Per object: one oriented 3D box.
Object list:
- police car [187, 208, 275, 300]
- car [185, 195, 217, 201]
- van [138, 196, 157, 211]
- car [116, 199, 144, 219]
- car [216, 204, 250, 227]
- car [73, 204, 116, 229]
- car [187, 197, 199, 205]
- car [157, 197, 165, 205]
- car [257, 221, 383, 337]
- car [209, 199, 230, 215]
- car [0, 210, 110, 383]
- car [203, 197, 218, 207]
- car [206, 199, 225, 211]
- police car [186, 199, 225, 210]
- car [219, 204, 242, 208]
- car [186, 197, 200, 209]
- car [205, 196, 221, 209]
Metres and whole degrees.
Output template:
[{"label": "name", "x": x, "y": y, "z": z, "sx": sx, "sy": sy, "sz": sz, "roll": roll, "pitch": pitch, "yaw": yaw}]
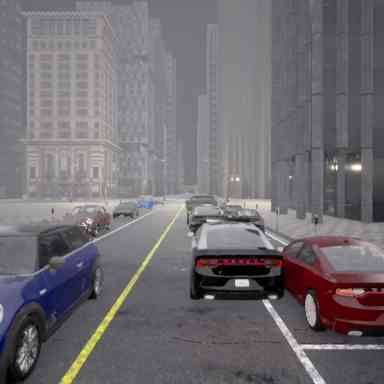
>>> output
[{"label": "police car", "x": 0.903, "y": 1.430, "z": 8.558, "sx": 1.930, "sy": 1.638, "sz": 5.238, "roll": 0, "pitch": 0, "yaw": 0}, {"label": "car", "x": 0.722, "y": 1.227, "z": 24.479, "sx": 2.150, "sy": 2.045, "sz": 5.566, "roll": 0, "pitch": 0, "yaw": 0}, {"label": "van", "x": -5.689, "y": 1.340, "z": 40.568, "sx": 1.690, "sy": 1.788, "sz": 3.998, "roll": 0, "pitch": 0, "yaw": 0}, {"label": "car", "x": -5.710, "y": 1.569, "z": 29.287, "sx": 1.947, "sy": 1.339, "sz": 4.313, "roll": 0, "pitch": 0, "yaw": 0}, {"label": "car", "x": 2.804, "y": 1.570, "z": 23.631, "sx": 1.947, "sy": 1.339, "sz": 4.313, "roll": 0, "pitch": 0, "yaw": 0}, {"label": "car", "x": -5.732, "y": 1.444, "z": 18.004, "sx": 1.967, "sy": 1.590, "sz": 4.097, "roll": 0, "pitch": 0, "yaw": 0}, {"label": "car", "x": 0.109, "y": 1.553, "z": 58.088, "sx": 1.994, "sy": 1.385, "sz": 4.181, "roll": 0, "pitch": 0, "yaw": 0}, {"label": "car", "x": -5.657, "y": 1.540, "z": 57.491, "sx": 2.008, "sy": 1.369, "sz": 4.403, "roll": 0, "pitch": 0, "yaw": 0}, {"label": "car", "x": 2.772, "y": 1.547, "z": 6.709, "sx": 1.887, "sy": 1.381, "sz": 4.507, "roll": 0, "pitch": 0, "yaw": 0}, {"label": "car", "x": 2.826, "y": 1.527, "z": 35.082, "sx": 1.752, "sy": 1.417, "sz": 4.829, "roll": 0, "pitch": 0, "yaw": 0}, {"label": "car", "x": -2.989, "y": 1.354, "z": 5.387, "sx": 2.097, "sy": 1.767, "sz": 4.553, "roll": 0, "pitch": 0, "yaw": 0}, {"label": "car", "x": 2.858, "y": 1.544, "z": 51.835, "sx": 2.008, "sy": 1.369, "sz": 4.403, "roll": 0, "pitch": 0, "yaw": 0}, {"label": "car", "x": 2.837, "y": 1.550, "z": 40.553, "sx": 2.008, "sy": 1.369, "sz": 4.403, "roll": 0, "pitch": 0, "yaw": 0}, {"label": "police car", "x": 0.807, "y": 1.430, "z": 18.530, "sx": 1.930, "sy": 1.638, "sz": 5.238, "roll": 0, "pitch": 0, "yaw": -2}, {"label": "car", "x": 2.794, "y": 1.555, "z": 17.990, "sx": 2.008, "sy": 1.369, "sz": 4.403, "roll": 0, "pitch": 0, "yaw": 0}, {"label": "car", "x": 0.117, "y": 1.502, "z": 45.527, "sx": 1.837, "sy": 1.490, "sz": 4.892, "roll": 0, "pitch": 0, "yaw": 1}, {"label": "car", "x": 2.847, "y": 1.436, "z": 46.194, "sx": 1.967, "sy": 1.590, "sz": 4.097, "roll": 0, "pitch": 0, "yaw": 0}]
